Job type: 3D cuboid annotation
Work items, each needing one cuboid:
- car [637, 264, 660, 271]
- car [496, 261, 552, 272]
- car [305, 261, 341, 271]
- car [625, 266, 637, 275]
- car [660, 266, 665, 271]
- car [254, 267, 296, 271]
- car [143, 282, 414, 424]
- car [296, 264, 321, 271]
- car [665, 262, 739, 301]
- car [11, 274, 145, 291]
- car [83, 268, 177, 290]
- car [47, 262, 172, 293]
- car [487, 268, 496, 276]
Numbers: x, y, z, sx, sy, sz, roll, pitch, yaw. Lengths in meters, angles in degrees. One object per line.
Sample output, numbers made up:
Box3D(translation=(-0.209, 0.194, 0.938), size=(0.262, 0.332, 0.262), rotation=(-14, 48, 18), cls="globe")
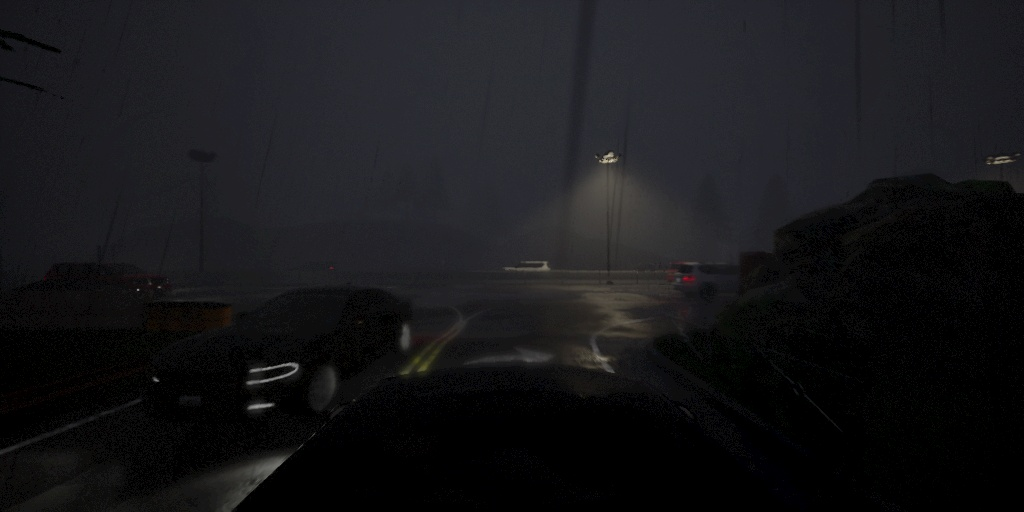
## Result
Box3D(translation=(18.911, 1.952, 45.039), size=(4.902, 1.511, 2.128), rotation=(0, -1, -1), cls="car")
Box3D(translation=(1.359, 1.595, 37.871), size=(5.566, 2.045, 2.150), rotation=(0, -1, -1), cls="car")
Box3D(translation=(-24.675, 1.674, 44.615), size=(5.566, 2.045, 2.150), rotation=(0, -1, -1), cls="car")
Box3D(translation=(17.567, 1.854, 48.524), size=(4.553, 1.767, 2.097), rotation=(0, -1, 0), cls="car")
Box3D(translation=(14.725, 1.473, 27.303), size=(5.566, 2.045, 2.150), rotation=(0, -1, -1), cls="car")
Box3D(translation=(-25.828, 1.893, 37.601), size=(4.674, 1.442, 1.812), rotation=(0, -1, -1), cls="car")
Box3D(translation=(-3.261, 1.270, 6.262), size=(1.882, 1.535, 5.008), rotation=(0, 0, 3), cls="car")
Box3D(translation=(-24.851, 1.974, 41.109), size=(4.181, 1.385, 1.994), rotation=(0, -1, -1), cls="car")
Box3D(translation=(12.050, 1.390, 20.277), size=(5.566, 2.045, 2.150), rotation=(0, -1, -1), cls="car")
Box3D(translation=(-20.100, 1.682, 16.455), size=(4.181, 1.385, 1.994), rotation=(0, -1, -1), cls="car")
Box3D(translation=(-28.502, 1.718, 26.875), size=(5.008, 1.535, 1.882), rotation=(0, -1, -1), cls="car")
Box3D(translation=(-22.385, 1.381, 19.937), size=(5.566, 2.045, 2.150), rotation=(0, -1, -1), cls="car")
Box3D(translation=(-0.880, 2.057, 44.845), size=(4.718, 1.301, 1.895), rotation=(0, -1, -1), cls="car")
